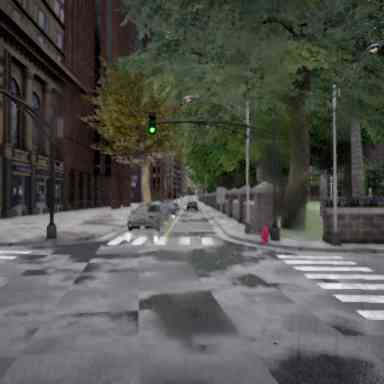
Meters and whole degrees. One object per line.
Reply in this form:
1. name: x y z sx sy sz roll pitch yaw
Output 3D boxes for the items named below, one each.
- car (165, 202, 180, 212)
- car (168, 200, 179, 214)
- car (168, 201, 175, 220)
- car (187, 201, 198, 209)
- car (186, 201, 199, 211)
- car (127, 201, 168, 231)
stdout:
1. car: -3.023 2.257 51.766 1.994 1.385 4.181 0 -1 1
2. car: -3.056 1.900 41.778 2.097 1.767 4.553 0 -1 0
3. car: -3.065 1.906 32.088 2.128 1.511 4.902 0 -1 0
4. car: 0.051 2.444 63.894 1.994 1.385 4.181 0 -1 0
5. car: 0.043 2.229 53.862 1.837 1.490 4.892 0 -1 0
6. car: -3.073 1.644 23.002 2.097 1.767 4.553 0 -1 0
